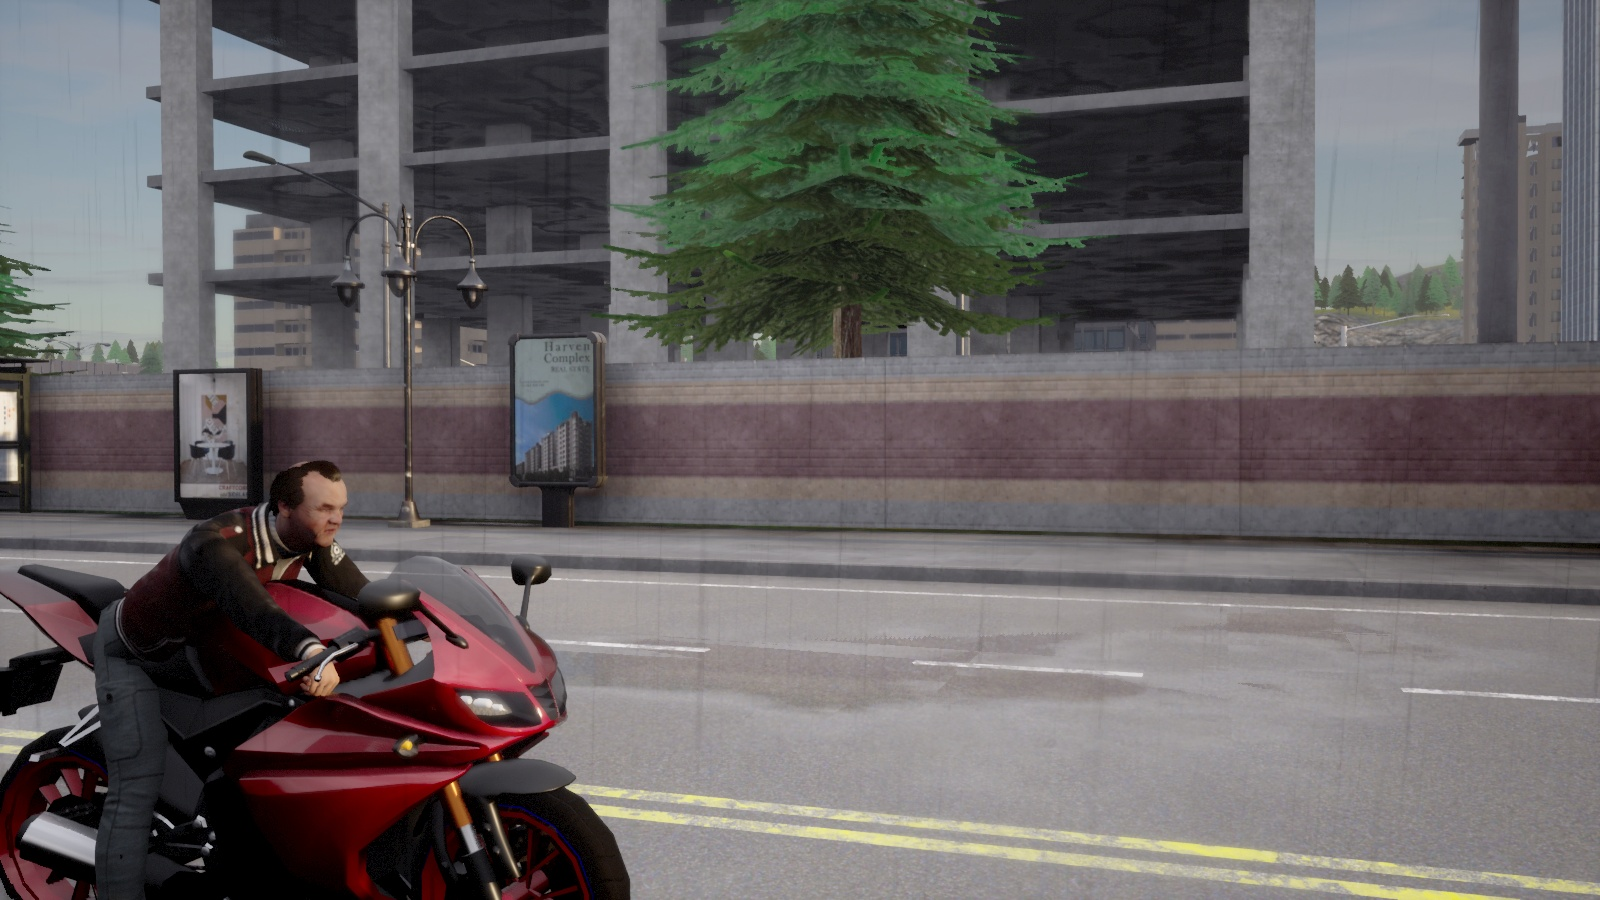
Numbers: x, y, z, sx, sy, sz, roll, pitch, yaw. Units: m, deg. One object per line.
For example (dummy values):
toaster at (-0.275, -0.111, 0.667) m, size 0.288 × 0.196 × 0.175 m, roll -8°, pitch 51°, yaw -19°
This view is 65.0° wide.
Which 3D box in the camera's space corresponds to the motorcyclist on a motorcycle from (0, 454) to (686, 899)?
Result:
motorcyclist on a motorcycle at (-1.520, 0.797, 3.704) m, size 2.191 × 1.530 × 0.866 m, roll 1°, pitch 1°, yaw 19°
